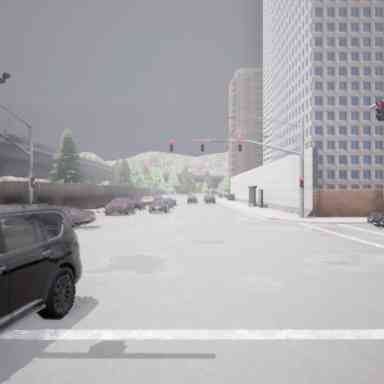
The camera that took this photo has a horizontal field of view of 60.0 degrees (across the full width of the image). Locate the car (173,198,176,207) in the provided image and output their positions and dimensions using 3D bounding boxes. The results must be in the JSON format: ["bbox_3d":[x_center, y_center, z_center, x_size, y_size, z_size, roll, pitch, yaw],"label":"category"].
[{"bbox_3d":[-3.550,1.552,45.416,1.994,1.385,4.181,0,0,-1],"label":"car"}]

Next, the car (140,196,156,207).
[{"bbox_3d":[-7.029,1.464,53.205,1.882,1.535,5.008,0,0,0],"label":"car"}]

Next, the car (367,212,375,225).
[{"bbox_3d":[13.862,1.556,21.247,4.892,1.490,1.837,0,0,2],"label":"car"}]

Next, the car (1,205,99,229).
[{"bbox_3d":[-8.870,1.562,21.178,5.357,1.411,2.033,0,0,0],"label":"car"}]

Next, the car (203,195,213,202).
[{"bbox_3d":[3.578,1.348,74.502,2.033,1.411,5.357,0,0,0],"label":"car"}]

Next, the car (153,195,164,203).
[{"bbox_3d":[-6.928,1.487,68.888,1.882,1.535,5.008,0,0,0],"label":"car"}]

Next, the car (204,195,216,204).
[{"bbox_3d":[3.568,1.488,64.280,1.837,1.490,4.892,0,0,0],"label":"car"}]

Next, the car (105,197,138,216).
[{"bbox_3d":[-7.059,1.343,32.911,2.097,1.767,4.553,0,0,0],"label":"car"}]

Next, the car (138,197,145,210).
[{"bbox_3d":[-7.049,1.590,41.897,1.895,1.301,4.718,0,0,0],"label":"car"}]

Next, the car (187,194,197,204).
[{"bbox_3d":[0.068,1.461,64.284,1.882,1.535,5.008,0,0,0],"label":"car"}]

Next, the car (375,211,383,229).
[{"bbox_3d":[12.753,1.652,17.703,4.718,1.301,1.895,0,0,0],"label":"car"}]

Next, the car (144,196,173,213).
[{"bbox_3d":[-3.550,1.482,36.497,2.128,1.511,4.902,0,0,0],"label":"car"}]

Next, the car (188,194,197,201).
[{"bbox_3d":[0.078,1.308,74.507,1.837,1.490,4.892,0,0,0],"label":"car"}]

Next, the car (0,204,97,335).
[{"bbox_3d":[-3.545,1.234,4.589,2.150,2.045,5.566,-1,-1,7],"label":"car"}]
